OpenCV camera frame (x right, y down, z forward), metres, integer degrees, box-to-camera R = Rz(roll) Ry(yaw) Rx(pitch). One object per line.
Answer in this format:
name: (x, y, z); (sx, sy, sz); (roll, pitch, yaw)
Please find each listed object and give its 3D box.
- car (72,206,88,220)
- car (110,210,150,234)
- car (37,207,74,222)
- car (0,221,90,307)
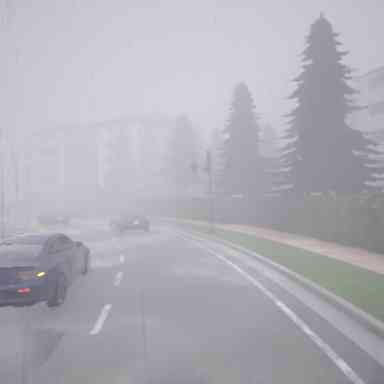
car: (-13.100, 2.270, 35.853); (2.033, 1.411, 5.357); (-1, -1, -43)
car: (-4.258, 1.911, 22.332); (1.994, 1.385, 4.181); (-1, -1, -24)
car: (-12.208, 2.193, 29.231); (1.994, 1.385, 4.181); (-1, -1, -35)
car: (-3.789, 1.712, 8.156); (1.812, 1.442, 4.674); (-1, -1, -7)
